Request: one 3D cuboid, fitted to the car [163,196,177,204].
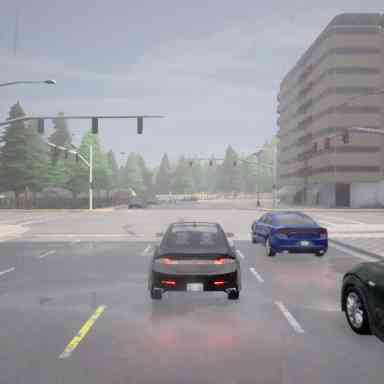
[{"bbox_3d":[-4.520,1.525,65.429,1.812,1.442,4.674,0,0,18],"label":"car"}]

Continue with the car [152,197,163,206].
[{"bbox_3d":[-6.533,1.564,55.100,1.994,1.385,4.181,0,0,6],"label":"car"}]

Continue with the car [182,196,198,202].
[{"bbox_3d":[-0.369,1.524,74.586,1.812,1.442,4.674,0,0,31],"label":"car"}]

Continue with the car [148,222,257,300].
[{"bbox_3d":[0.067,1.492,8.383,2.128,1.511,4.902,0,0,0],"label":"car"}]

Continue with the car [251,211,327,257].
[{"bbox_3d":[3.586,1.478,13.028,1.882,1.535,5.008,0,0,0],"label":"car"}]

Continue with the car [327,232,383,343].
[{"bbox_3d":[3.600,1.352,3.877,2.097,1.767,4.553,0,0,0],"label":"car"}]

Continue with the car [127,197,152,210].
[{"bbox_3d":[-7.101,1.547,44.113,2.033,1.411,5.357,0,0,2],"label":"car"}]
